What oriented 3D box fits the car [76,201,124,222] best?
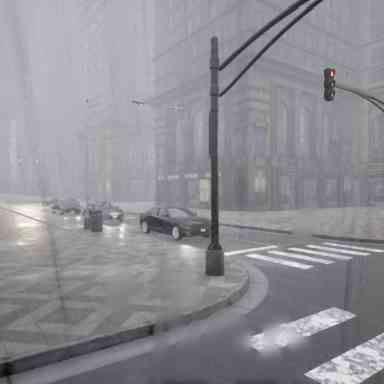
[{"bbox_3d":[-6.862,1.480,25.462,2.128,1.511,4.902,0,0,-36],"label":"car"}]

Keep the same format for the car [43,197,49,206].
[{"bbox_3d":[-22.043,1.446,52.076,1.812,1.442,4.674,0,0,-36],"label":"car"}]

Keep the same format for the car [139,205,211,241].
[{"bbox_3d":[-0.947,1.470,17.175,1.882,1.535,5.008,0,0,-36],"label":"car"}]

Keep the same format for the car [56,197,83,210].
[{"bbox_3d":[-16.401,1.489,44.262,2.033,1.411,5.357,0,0,-35],"label":"car"}]

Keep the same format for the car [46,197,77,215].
[{"bbox_3d":[-13.010,1.518,34.093,2.033,1.411,5.357,0,0,-35],"label":"car"}]
